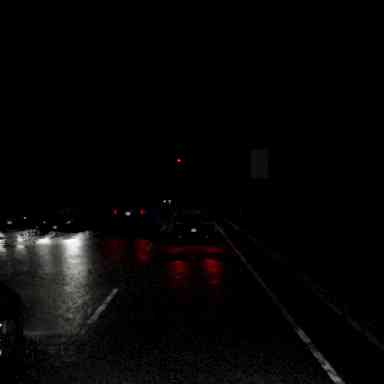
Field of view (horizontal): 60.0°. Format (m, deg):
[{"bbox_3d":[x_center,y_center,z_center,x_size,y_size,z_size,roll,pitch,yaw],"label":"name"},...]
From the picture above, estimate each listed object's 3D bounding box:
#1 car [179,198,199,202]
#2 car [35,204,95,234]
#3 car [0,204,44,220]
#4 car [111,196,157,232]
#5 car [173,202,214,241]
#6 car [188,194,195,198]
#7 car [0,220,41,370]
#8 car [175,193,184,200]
[{"bbox_3d":[0.050,1.548,29.723,2.128,1.511,4.902,0,0,0],"label":"car"},{"bbox_3d":[-7.125,1.564,19.627,1.812,1.442,4.674,0,0,0],"label":"car"},{"bbox_3d":[-10.623,1.535,21.830,2.128,1.511,4.902,0,0,0],"label":"car"},{"bbox_3d":[-3.433,1.261,20.535,2.150,2.045,5.566,0,0,0],"label":"car"},{"bbox_3d":[0.073,1.510,16.836,1.882,1.535,5.008,0,0,0],"label":"car"},{"bbox_3d":[-0.170,1.471,94.211,2.097,1.767,4.553,0,0,0],"label":"car"},{"bbox_3d":[-3.408,1.359,2.827,2.097,1.767,4.553,0,0,0],"label":"car"},{"bbox_3d":[-3.669,1.329,93.882,2.150,2.045,5.566,0,0,0],"label":"car"}]
